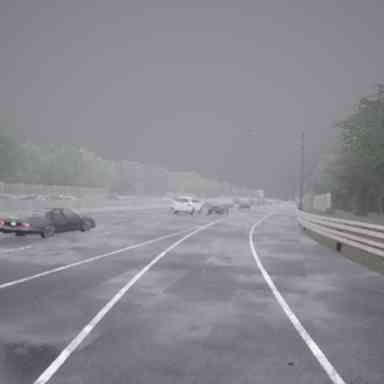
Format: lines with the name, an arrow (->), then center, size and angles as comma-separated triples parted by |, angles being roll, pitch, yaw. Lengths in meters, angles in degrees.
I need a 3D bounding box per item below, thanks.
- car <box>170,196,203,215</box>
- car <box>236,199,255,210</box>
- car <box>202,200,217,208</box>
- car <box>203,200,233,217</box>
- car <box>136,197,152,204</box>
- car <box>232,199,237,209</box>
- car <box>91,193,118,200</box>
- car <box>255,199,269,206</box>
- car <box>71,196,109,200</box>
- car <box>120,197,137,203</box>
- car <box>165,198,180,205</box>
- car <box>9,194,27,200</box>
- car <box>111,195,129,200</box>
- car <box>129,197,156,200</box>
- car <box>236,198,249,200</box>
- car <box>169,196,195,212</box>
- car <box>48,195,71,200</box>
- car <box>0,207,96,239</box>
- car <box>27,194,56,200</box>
car -> -0.410, 1.631, 39.410 | 2.150, 2.045, 5.566 | 2, -1, 17
car -> 10.069, 2.507, 62.028 | 1.837, 1.490, 4.892 | 2, -1, 17
car -> 3.372, 2.294, 64.054 | 1.812, 1.442, 4.674 | 2, -1, 17
car -> 3.131, 2.045, 39.072 | 1.837, 1.490, 4.892 | 2, -1, 17
car -> -11.082, 1.894, 76.688 | 1.994, 1.385, 4.181 | 2, -1, 17
car -> 6.723, 2.486, 63.061 | 1.895, 1.301, 4.718 | 2, -1, 17
car -> -15.618, 1.257, 61.673 | 2.150, 2.045, 5.566 | 2, 0, 17
car -> 19.479, 2.921, 93.140 | 2.150, 2.045, 5.566 | 2, -1, 17
car -> -13.574, 1.562, 44.476 | 1.895, 1.301, 4.718 | 2, -1, 17
car -> -14.610, 1.805, 77.113 | 1.895, 1.301, 4.718 | 2, -1, 17
car -> -4.351, 2.102, 74.773 | 1.812, 1.442, 4.674 | 2, -1, 17
car -> -23.653, 1.086, 47.339 | 1.882, 1.535, 5.008 | 2, 0, 17
car -> -12.263, 1.715, 60.754 | 1.994, 1.385, 4.181 | 2, -1, 17
car -> -8.875, 1.624, 59.859 | 2.097, 1.767, 4.553 | 2, -1, 17
car -> 12.480, 2.890, 82.110 | 1.895, 1.301, 4.718 | 2, -1, 17
car -> -1.374, 1.673, 48.316 | 2.150, 2.045, 5.566 | 2, -1, 17
car -> -16.922, 1.445, 45.482 | 1.895, 1.301, 4.718 | 2, -1, 17
car -> -7.157, 1.509, 17.126 | 2.033, 1.411, 5.357 | 2, -1, 17
car -> -20.187, 1.085, 46.726 | 2.097, 1.767, 4.553 | 2, -1, 17
